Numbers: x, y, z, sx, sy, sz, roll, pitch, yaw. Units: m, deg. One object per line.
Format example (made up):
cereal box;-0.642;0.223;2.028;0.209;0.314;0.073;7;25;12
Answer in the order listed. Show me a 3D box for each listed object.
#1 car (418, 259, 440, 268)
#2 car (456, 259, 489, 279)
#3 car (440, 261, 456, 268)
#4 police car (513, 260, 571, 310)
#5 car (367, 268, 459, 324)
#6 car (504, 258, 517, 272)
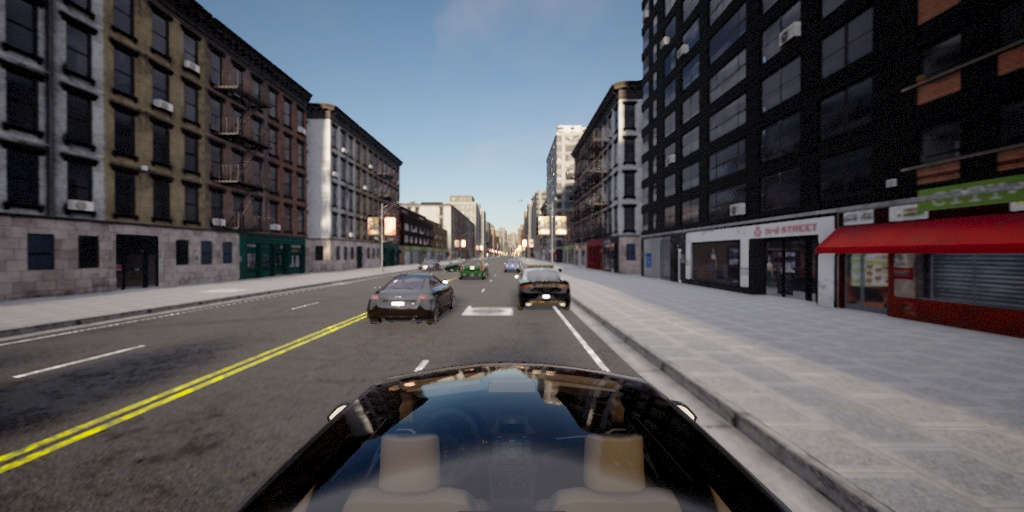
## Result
car;-9.837;1.093;43.050;2.128;1.511;4.902;0;0;0
car;-3.149;1.001;30.506;2.097;1.767;4.553;0;0;0
car;-6.594;1.209;41.521;1.895;1.301;4.718;0;0;0
police car;1.137;1.133;14.525;1.930;1.638;5.238;0;0;0
car;-3.150;1.281;11.899;1.994;1.385;4.181;0;0;0
car;0.073;1.150;42.847;2.033;1.411;5.357;0;0;0
